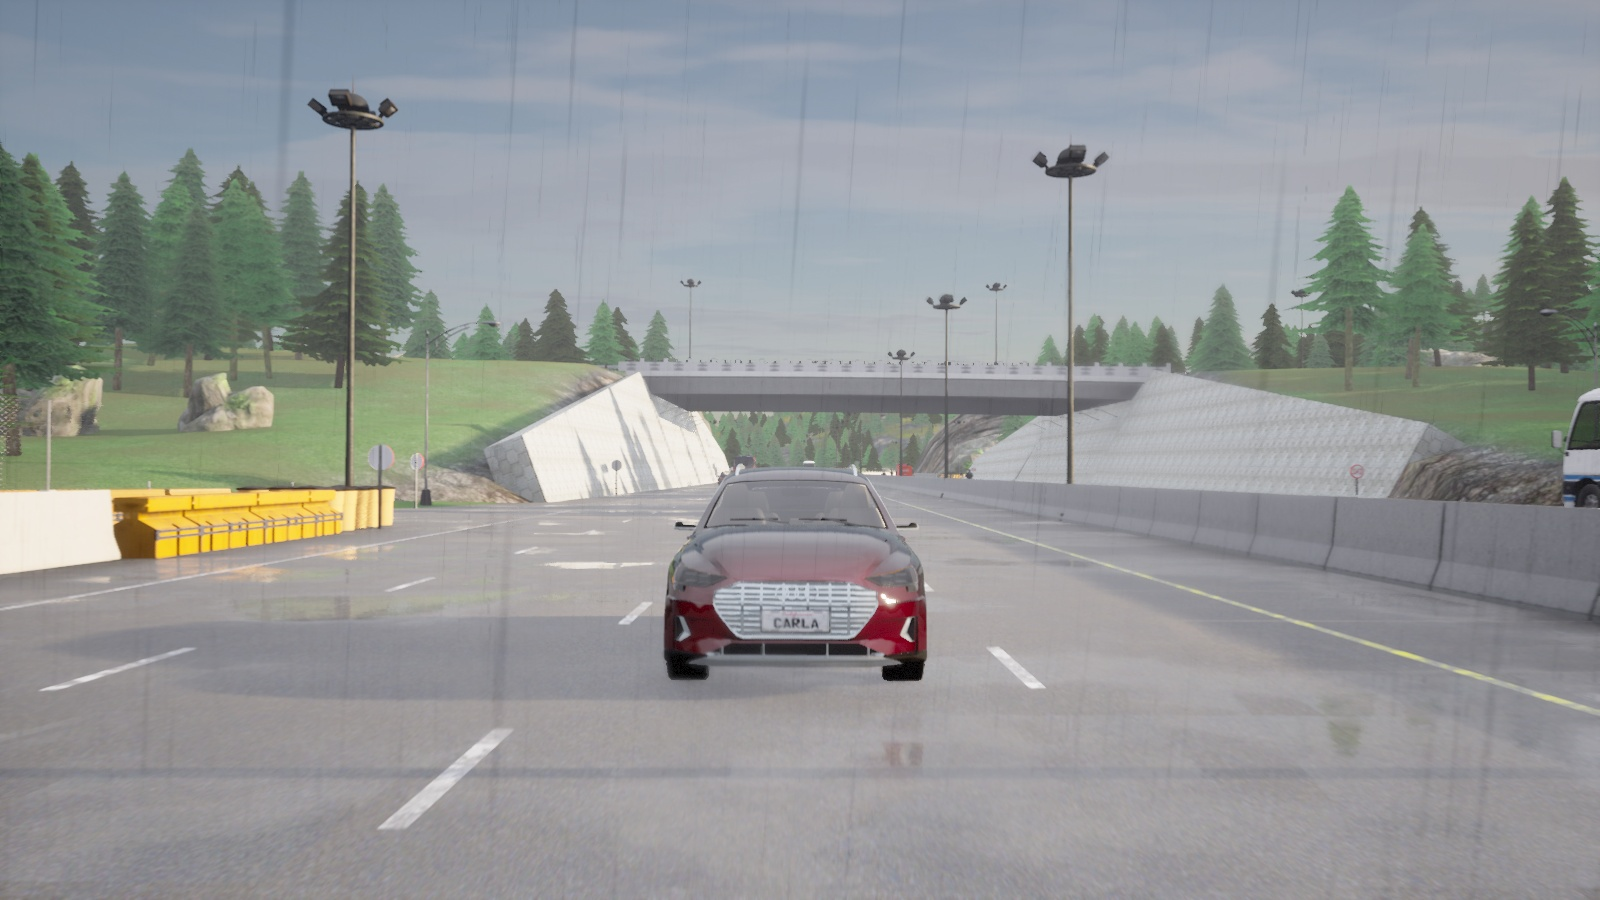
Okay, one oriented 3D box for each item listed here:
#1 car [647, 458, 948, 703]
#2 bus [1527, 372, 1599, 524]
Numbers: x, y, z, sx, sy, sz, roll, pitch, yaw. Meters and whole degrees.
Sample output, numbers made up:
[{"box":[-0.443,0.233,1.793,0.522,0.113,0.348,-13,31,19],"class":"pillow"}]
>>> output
[{"box":[-0.027,0.929,10.938,2.033,1.649,4.856,0,-1,0],"class":"car"},{"box":[24.413,-0.098,33.556,3.944,4.253,10.273,0,-1,0],"class":"bus"}]
